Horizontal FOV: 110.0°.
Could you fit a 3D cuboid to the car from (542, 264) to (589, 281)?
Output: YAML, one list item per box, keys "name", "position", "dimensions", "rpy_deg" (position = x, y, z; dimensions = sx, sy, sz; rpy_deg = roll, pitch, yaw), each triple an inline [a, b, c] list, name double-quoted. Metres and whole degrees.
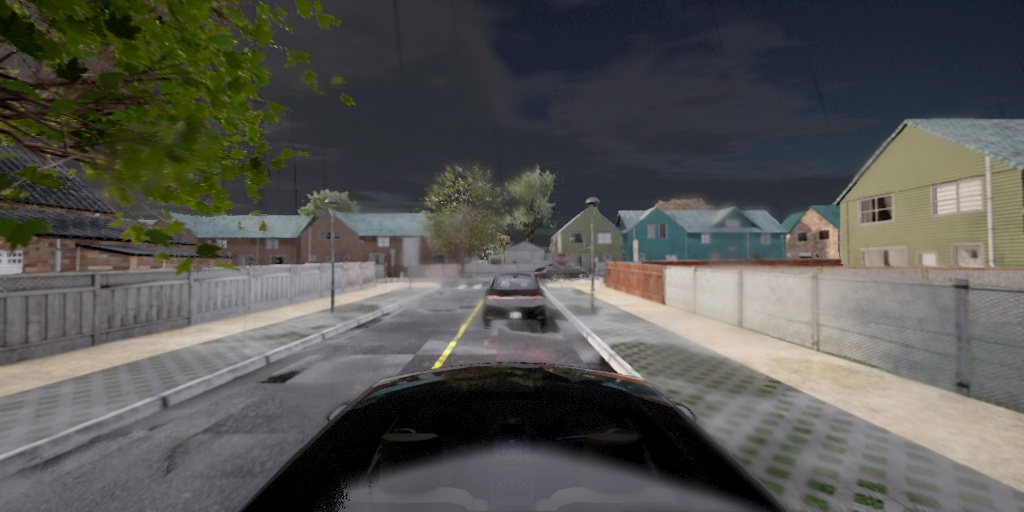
- name: "car"
  position: [4.034, 1.367, 28.846]
  dimensions: [4.892, 1.490, 1.837]
  rpy_deg: [-1, -5, -33]

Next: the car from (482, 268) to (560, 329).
- name: "car"
  position: [0.099, 1.313, 11.584]
  dimensions: [2.128, 1.511, 4.902]
  rpy_deg: [0, 0, 0]
